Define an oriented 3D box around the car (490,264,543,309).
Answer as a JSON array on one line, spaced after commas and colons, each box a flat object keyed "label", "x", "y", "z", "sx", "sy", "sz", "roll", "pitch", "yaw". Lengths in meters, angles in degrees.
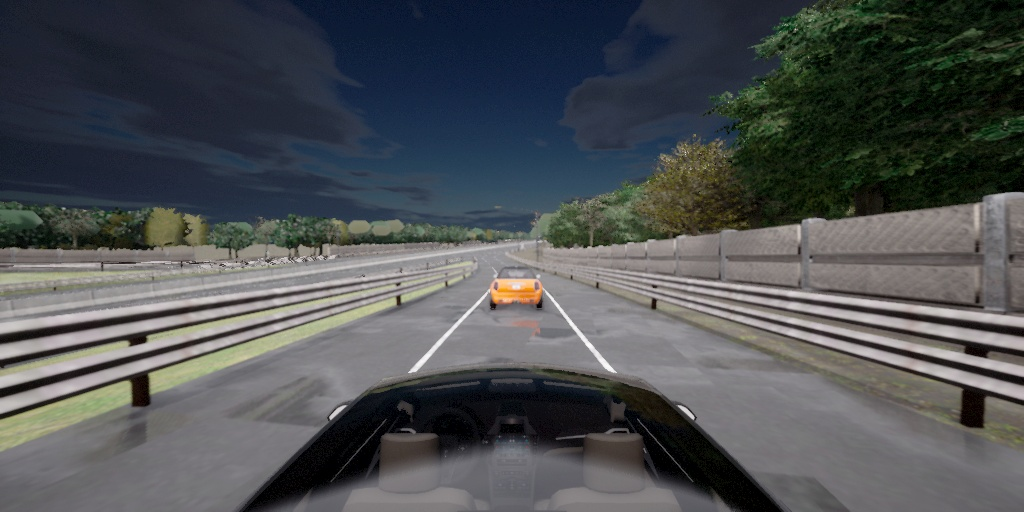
[{"label": "car", "x": 0.211, "y": 1.227, "z": 15.800, "sx": 2.097, "sy": 1.767, "sz": 4.553, "roll": 0, "pitch": -1, "yaw": 1}]
